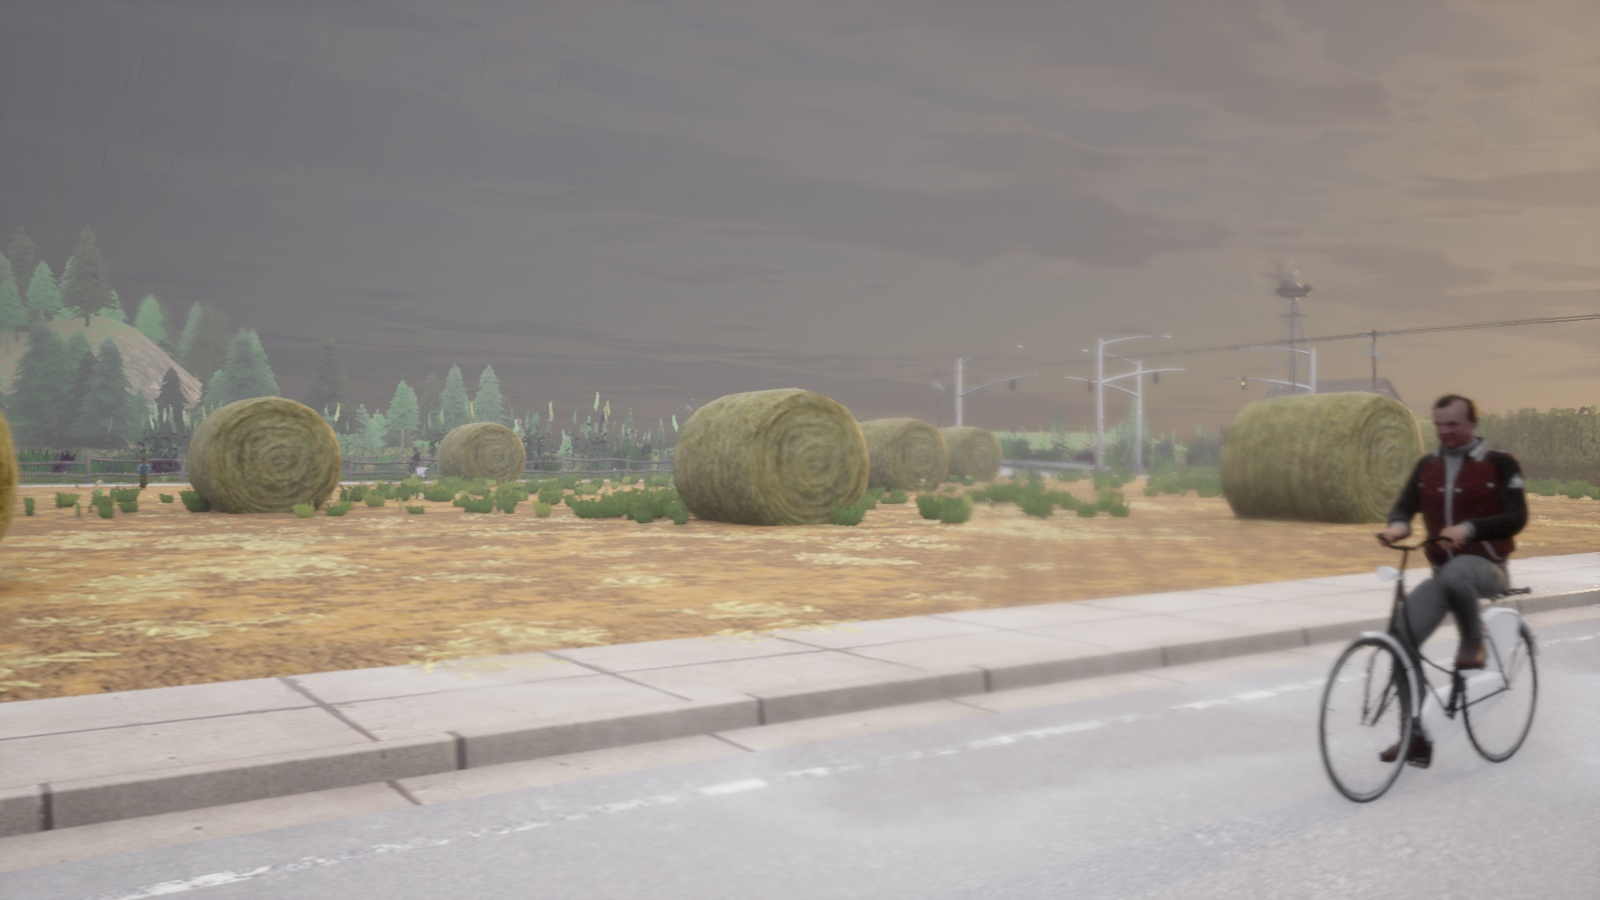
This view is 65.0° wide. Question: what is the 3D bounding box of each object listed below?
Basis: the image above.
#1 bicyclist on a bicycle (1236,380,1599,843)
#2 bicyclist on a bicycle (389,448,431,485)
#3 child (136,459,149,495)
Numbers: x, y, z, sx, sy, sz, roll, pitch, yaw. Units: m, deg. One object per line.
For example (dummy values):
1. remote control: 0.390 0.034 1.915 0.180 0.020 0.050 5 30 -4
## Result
1. bicyclist on a bicycle: 2.818 0.616 5.622 1.843 1.776 0.659 -1 0 -35
2. bicyclist on a bicycle: -19.064 0.783 61.362 1.843 1.776 0.659 0 0 -31
3. child: -22.103 0.900 42.240 0.343 1.192 0.448 0 0 -22
